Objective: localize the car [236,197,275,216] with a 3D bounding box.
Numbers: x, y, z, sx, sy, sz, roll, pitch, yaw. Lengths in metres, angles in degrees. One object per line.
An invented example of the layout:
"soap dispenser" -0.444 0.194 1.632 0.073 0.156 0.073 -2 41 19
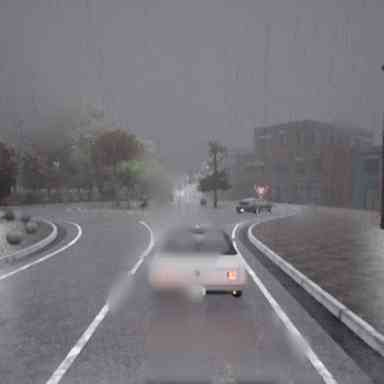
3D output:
"car" 5.796 1.238 30.012 1.837 1.490 4.892 1 2 39

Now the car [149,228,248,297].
"car" 0.170 1.556 8.429 1.895 1.301 4.718 0 0 1
